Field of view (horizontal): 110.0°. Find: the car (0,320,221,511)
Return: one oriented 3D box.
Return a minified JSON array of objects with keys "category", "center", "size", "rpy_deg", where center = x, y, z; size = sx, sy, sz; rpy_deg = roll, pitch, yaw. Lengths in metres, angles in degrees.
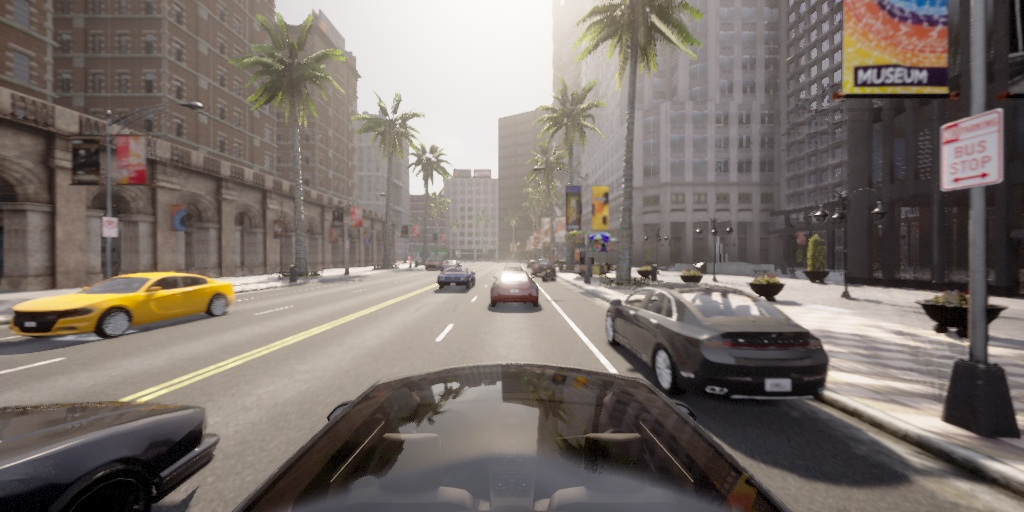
[{"category":"car","center":[-3.400,1.298,0.531],"size":[2.033,1.411,5.357],"rpy_deg":[0,0,0]}]

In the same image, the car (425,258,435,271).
[{"category":"car","center":[-10.451,1.090,49.191],"size":[2.097,1.767,4.553],"rpy_deg":[0,0,1]}]

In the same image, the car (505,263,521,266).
[{"category":"car","center":[0.111,1.342,35.657],"size":[1.895,1.301,4.718],"rpy_deg":[0,0,0]}]

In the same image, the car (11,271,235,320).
[{"category":"car","center":[-10.596,1.226,10.380],"size":[1.882,1.535,5.008],"rpy_deg":[0,0,0]}]

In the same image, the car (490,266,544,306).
[{"category":"car","center":[0.103,1.310,15.667],"size":[1.994,1.385,4.181],"rpy_deg":[0,0,0]}]

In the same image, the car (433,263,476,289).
[{"category":"car","center":[-3.394,1.346,22.803],"size":[1.895,1.301,4.718],"rpy_deg":[0,0,0]}]

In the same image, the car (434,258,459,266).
[{"category":"car","center":[-7.044,1.232,41.127],"size":[2.128,1.511,4.902],"rpy_deg":[0,0,0]}]
